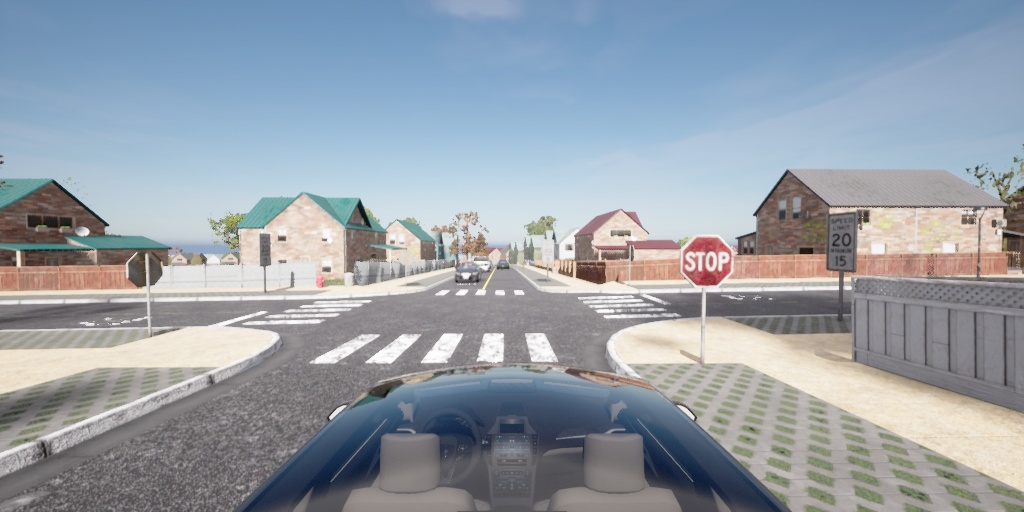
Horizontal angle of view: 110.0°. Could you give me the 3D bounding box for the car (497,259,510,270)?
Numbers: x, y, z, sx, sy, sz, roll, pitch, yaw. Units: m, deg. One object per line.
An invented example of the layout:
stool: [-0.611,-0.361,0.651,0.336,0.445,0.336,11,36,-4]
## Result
car: [-1.408,1.480,57.234,1.994,1.385,4.181,0,0,-2]

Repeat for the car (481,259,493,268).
car: [-4.293,1.258,61.781,1.837,1.490,4.892,0,0,-2]

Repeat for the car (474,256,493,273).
car: [-3.891,1.066,45.288,2.150,2.045,5.566,0,-1,-1]

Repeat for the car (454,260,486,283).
car: [-3.398,1.272,28.288,2.128,1.511,4.902,0,0,-2]
